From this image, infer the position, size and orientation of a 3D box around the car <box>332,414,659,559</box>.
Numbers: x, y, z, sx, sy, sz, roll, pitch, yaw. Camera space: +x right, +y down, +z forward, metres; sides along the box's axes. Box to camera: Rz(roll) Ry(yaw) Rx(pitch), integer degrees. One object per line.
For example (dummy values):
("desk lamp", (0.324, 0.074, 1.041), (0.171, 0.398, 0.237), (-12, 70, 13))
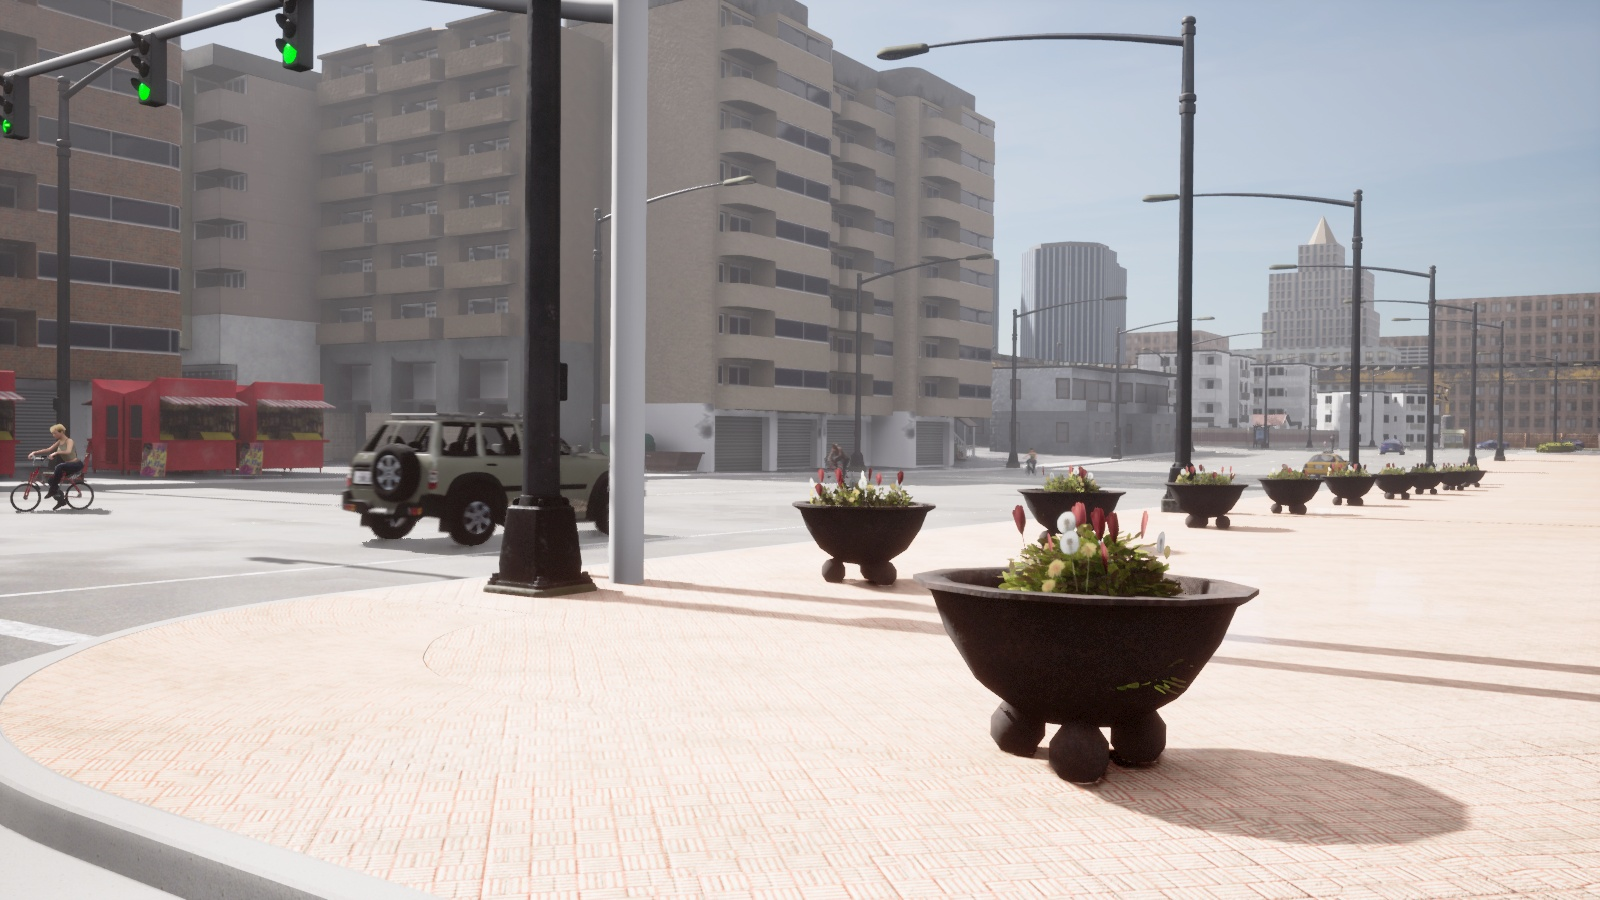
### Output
("car", (-4.307, 0.453, 18.502), (1.932, 1.855, 4.605), (0, 0, 33))

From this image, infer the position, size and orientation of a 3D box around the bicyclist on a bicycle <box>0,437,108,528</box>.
("bicyclist on a bicycle", (-13.787, 0.576, 23.194), (0.866, 1.612, 1.509), (0, 0, 33))

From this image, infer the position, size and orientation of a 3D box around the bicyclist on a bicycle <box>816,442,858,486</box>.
("bicyclist on a bicycle", (1.382, 0.511, 46.886), (0.582, 1.620, 1.656), (-2, -1, 45))

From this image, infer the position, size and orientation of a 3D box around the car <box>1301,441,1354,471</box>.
("car", (29.598, 0.299, 70.407), (1.801, 1.575, 5.366), (0, 1, 33))
